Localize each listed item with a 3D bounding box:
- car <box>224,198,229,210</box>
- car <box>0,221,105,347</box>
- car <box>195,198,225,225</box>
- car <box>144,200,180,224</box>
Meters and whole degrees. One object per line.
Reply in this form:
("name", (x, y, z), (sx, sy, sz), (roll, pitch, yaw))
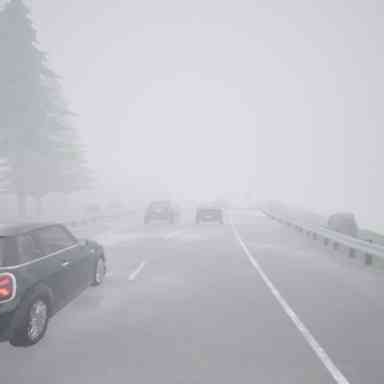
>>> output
("car", (3.591, 1.511, 42.506), (2.163, 1.488, 4.792), (0, 0, 9))
("car", (-3.242, 1.347, 6.504), (2.097, 1.767, 4.553), (0, 0, 1))
("car", (1.332, 1.481, 24.527), (1.882, 1.535, 5.008), (0, 0, 5))
("car", (-2.136, 1.350, 24.964), (2.097, 1.767, 4.553), (0, 0, 5))
